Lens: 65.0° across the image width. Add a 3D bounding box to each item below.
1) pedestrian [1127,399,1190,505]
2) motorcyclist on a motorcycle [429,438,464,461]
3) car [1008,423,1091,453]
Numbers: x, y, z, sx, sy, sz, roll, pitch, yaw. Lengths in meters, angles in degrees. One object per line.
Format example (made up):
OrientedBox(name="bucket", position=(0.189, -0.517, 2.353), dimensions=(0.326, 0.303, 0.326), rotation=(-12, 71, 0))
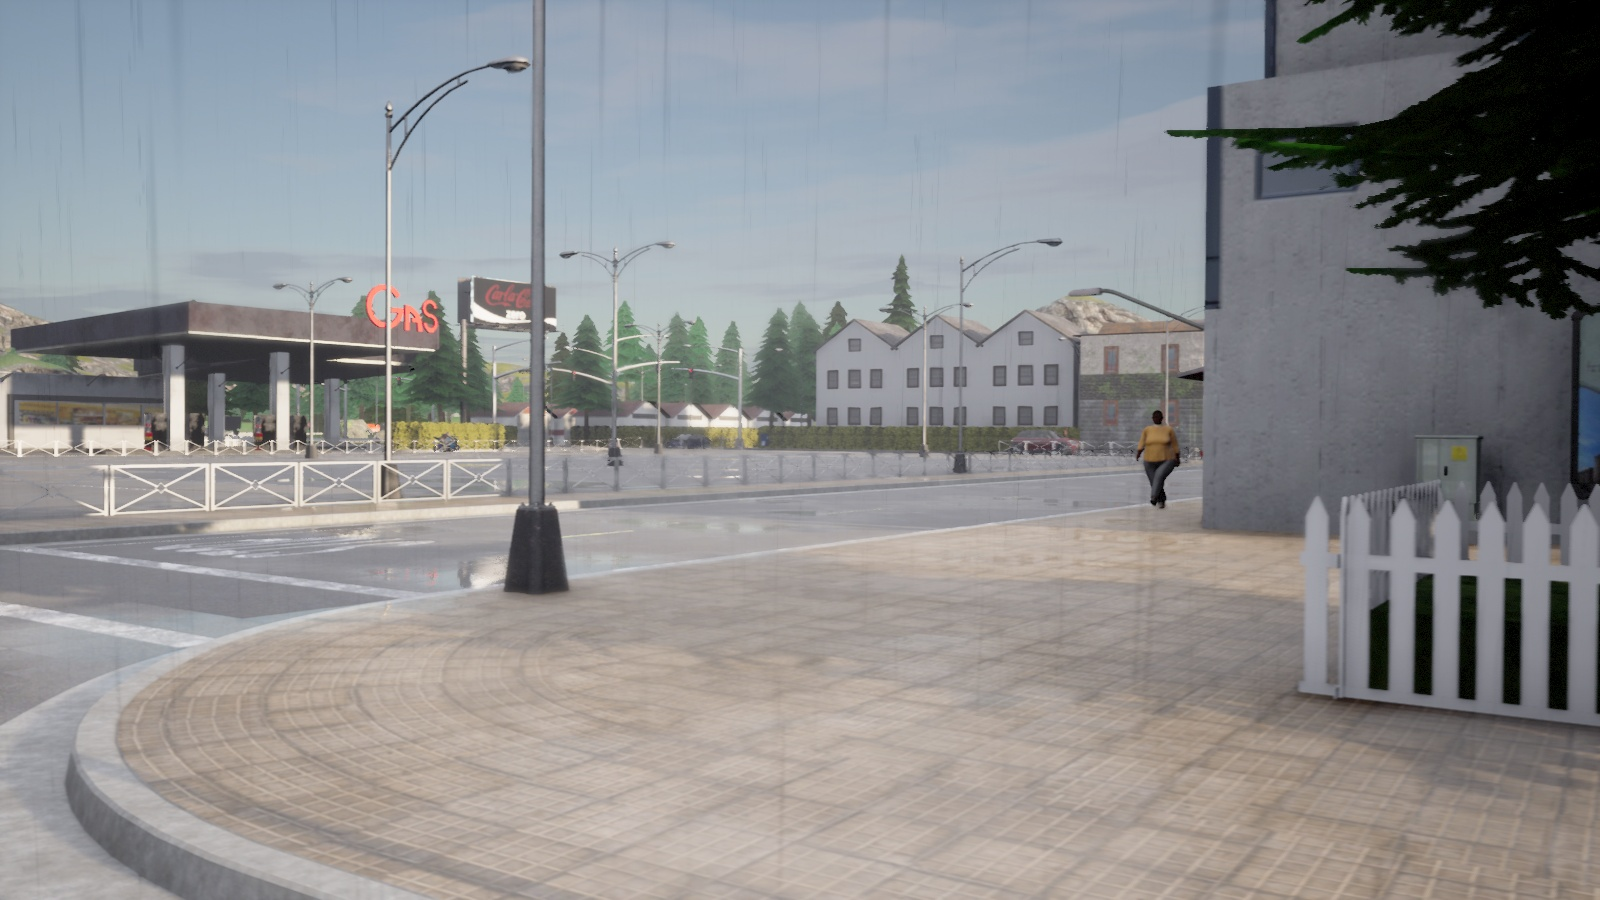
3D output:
OrientedBox(name="pedestrian", position=(6.434, 0.026, 22.509), dimensions=(0.874, 1.855, 0.900), rotation=(0, 1, 31))
OrientedBox(name="motorcyclist on a motorcycle", position=(-23.713, -0.036, 84.357), dimensions=(0.866, 1.530, 2.191), rotation=(0, 1, 34))
OrientedBox(name="car", position=(15.420, -0.740, 77.697), dimensions=(4.553, 1.767, 2.097), rotation=(0, 1, 34))
